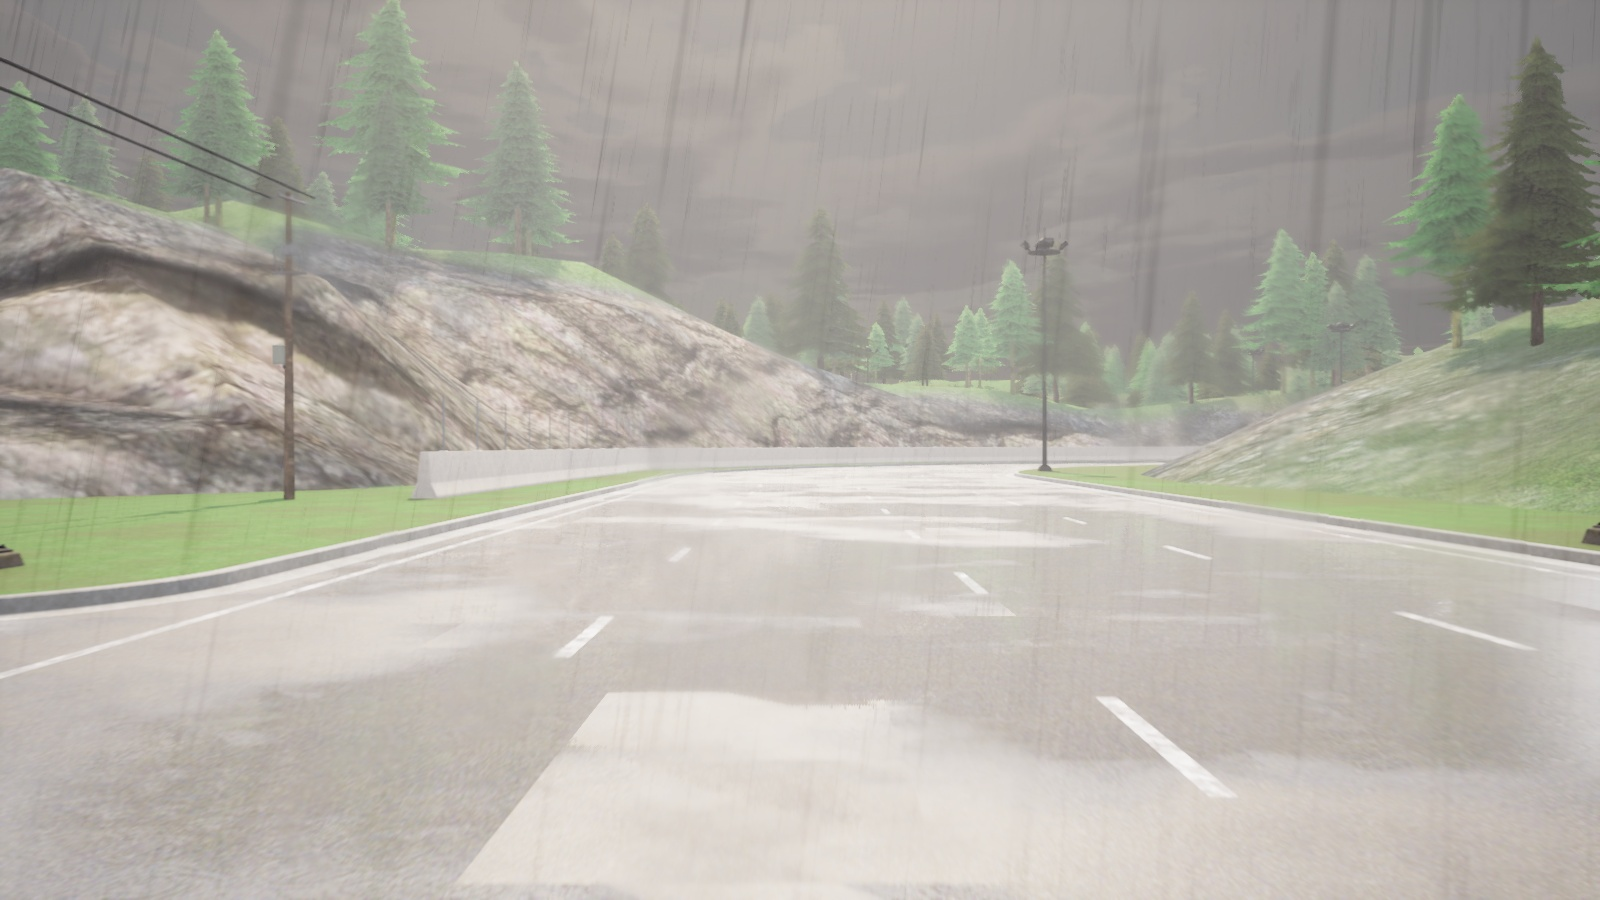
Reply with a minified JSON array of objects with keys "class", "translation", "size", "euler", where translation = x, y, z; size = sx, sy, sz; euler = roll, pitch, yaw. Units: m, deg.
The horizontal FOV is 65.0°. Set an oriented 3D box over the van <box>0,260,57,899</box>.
[{"class":"van","translation":[-3.474,0.463,1.859],"size":[2.069,2.038,4.480],"euler":[0,1,0]}]
